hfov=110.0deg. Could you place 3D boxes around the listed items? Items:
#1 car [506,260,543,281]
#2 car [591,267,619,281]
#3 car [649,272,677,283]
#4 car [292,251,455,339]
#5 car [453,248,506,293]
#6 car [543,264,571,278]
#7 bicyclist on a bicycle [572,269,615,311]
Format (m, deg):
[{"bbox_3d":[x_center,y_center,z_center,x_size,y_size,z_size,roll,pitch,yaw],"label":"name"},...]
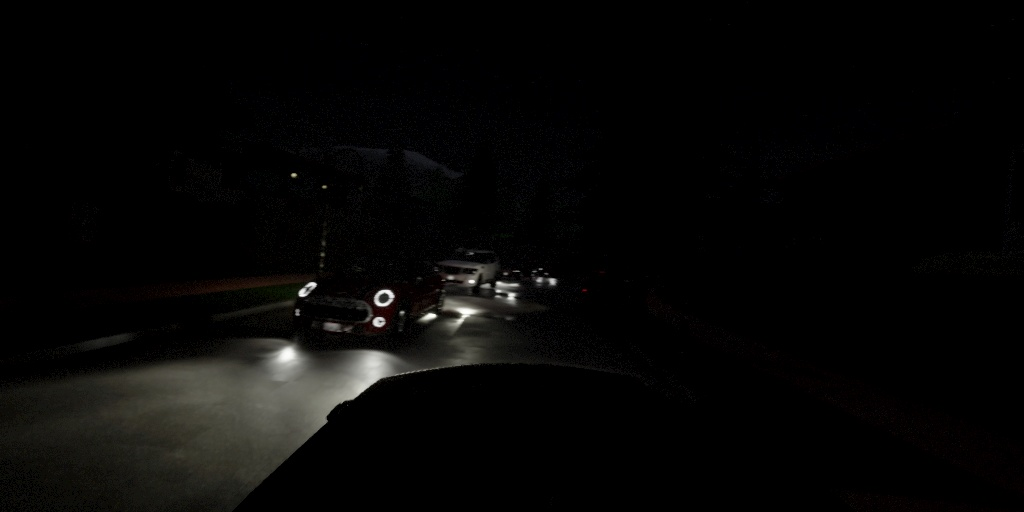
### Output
[{"bbox_3d":[0.436,1.090,28.199,2.128,1.511,4.902,6,0,21],"label":"car"},{"bbox_3d":[10.466,1.973,40.132,1.882,1.535,5.008,6,1,33],"label":"car"},{"bbox_3d":[22.322,3.114,53.000,5.357,1.411,2.033,5,1,-39],"label":"car"},{"bbox_3d":[-3.147,0.738,8.939,2.097,1.767,4.553,6,0,4],"label":"car"},{"bbox_3d":[-2.149,0.636,18.482,2.150,2.045,5.566,6,0,11],"label":"car"},{"bbox_3d":[4.499,1.531,37.495,1.895,1.301,4.718,6,0,29],"label":"car"},{"bbox_3d":[3.121,1.322,13.919,1.656,1.620,0.582,-4,-1,6],"label":"bicyclist on a bicycle"}]
